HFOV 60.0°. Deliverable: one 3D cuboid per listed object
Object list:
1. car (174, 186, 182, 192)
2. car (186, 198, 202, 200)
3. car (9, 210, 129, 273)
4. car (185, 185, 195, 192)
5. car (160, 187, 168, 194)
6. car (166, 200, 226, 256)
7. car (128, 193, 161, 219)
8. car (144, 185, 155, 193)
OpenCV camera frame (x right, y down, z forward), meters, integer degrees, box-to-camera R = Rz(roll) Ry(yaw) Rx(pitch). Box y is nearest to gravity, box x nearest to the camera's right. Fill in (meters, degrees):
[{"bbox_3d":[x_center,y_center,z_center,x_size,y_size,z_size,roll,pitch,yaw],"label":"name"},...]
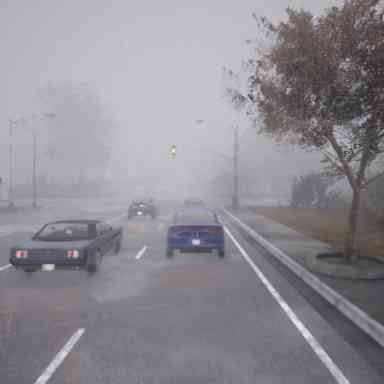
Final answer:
[{"bbox_3d":[-3.837,-0.627,91.870,2.033,1.411,5.357,0,2,-4],"label":"car"},{"bbox_3d":[0.132,1.107,24.132,1.994,1.385,4.181,0,1,0],"label":"car"},{"bbox_3d":[-3.386,1.451,10.077,1.895,1.301,4.718,0,1,0],"label":"car"},{"bbox_3d":[-0.341,-0.946,92.000,2.150,2.045,5.566,0,2,-4],"label":"car"},{"bbox_3d":[-7.038,-0.428,83.218,1.882,1.535,5.008,0,2,-1],"label":"car"},{"bbox_3d":[0.118,1.287,12.296,1.882,1.535,5.008,0,1,0],"label":"car"},{"bbox_3d":[-3.368,1.053,23.855,1.837,1.490,4.892,0,1,0],"label":"car"},{"bbox_3d":[-10.532,-0.675,82.952,2.150,2.045,5.566,0,2,-1],"label":"car"}]
